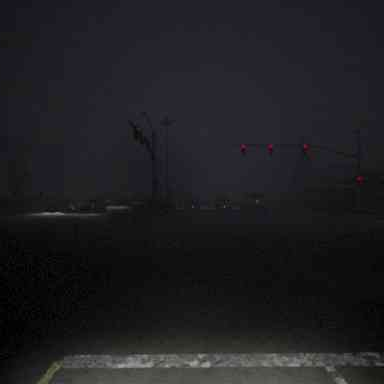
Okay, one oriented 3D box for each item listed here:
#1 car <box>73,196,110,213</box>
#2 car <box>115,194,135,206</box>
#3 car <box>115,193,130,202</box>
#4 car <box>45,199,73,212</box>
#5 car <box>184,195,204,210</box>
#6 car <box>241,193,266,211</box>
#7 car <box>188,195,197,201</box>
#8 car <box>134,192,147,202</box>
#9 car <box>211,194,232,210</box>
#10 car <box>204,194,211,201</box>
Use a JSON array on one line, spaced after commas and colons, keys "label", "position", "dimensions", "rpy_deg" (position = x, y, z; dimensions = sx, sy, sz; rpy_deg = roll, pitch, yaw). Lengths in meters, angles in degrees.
[{"label": "car", "position": [-10.567, 1.354, 35.251], "dimensions": [1.882, 1.535, 5.008], "rpy_deg": [0, 0, 0]}, {"label": "car", "position": [-10.542, 1.420, 51.207], "dimensions": [1.895, 1.301, 4.718], "rpy_deg": [0, 0, 0]}, {"label": "car", "position": [-13.954, 1.111, 67.432], "dimensions": [2.097, 1.767, 4.553], "rpy_deg": [0, 0, 0]}, {"label": "car", "position": [-14.067, 1.438, 35.621], "dimensions": [1.994, 1.385, 4.181], "rpy_deg": [0, 0, 0]}, {"label": "car", "position": [0.130, 1.365, 39.909], "dimensions": [1.837, 1.490, 4.892], "rpy_deg": [0, 0, 0]}, {"label": "car", "position": [7.128, 1.086, 38.828], "dimensions": [2.150, 2.045, 5.566], "rpy_deg": [0, 0, 0]}, {"label": "car", "position": [0.056, 1.285, 75.391], "dimensions": [1.994, 1.385, 4.181], "rpy_deg": [0, 0, 0]}, {"label": "car", "position": [-10.456, 0.982, 67.067], "dimensions": [2.150, 2.045, 5.566], "rpy_deg": [0, 0, 0]}, {"label": "car", "position": [3.630, 1.366, 39.743], "dimensions": [1.837, 1.490, 4.892], "rpy_deg": [0, 0, 0]}, {"label": "car", "position": [3.555, 1.259, 75.006], "dimensions": [2.128, 1.511, 4.902], "rpy_deg": [0, 0, 0]}]
